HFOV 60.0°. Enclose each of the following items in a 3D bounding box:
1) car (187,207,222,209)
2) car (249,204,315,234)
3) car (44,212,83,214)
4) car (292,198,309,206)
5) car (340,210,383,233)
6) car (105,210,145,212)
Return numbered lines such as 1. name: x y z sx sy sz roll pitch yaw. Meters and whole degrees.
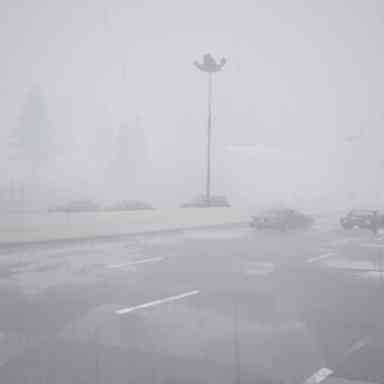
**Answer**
1. car: 1.223 1.286 31.089 5.566 2.045 2.150 1 0 -45
2. car: 5.584 1.654 20.237 2.033 1.411 5.357 1 0 43
3. car: -10.398 1.402 29.372 4.892 1.490 1.837 1 0 -44
4. car: 20.897 1.911 63.790 2.128 1.511 4.902 1 0 30
5. car: 11.127 1.786 21.105 1.895 1.301 4.718 1 0 42
6. car: -5.691 1.454 29.148 4.902 1.511 2.128 1 0 -44
